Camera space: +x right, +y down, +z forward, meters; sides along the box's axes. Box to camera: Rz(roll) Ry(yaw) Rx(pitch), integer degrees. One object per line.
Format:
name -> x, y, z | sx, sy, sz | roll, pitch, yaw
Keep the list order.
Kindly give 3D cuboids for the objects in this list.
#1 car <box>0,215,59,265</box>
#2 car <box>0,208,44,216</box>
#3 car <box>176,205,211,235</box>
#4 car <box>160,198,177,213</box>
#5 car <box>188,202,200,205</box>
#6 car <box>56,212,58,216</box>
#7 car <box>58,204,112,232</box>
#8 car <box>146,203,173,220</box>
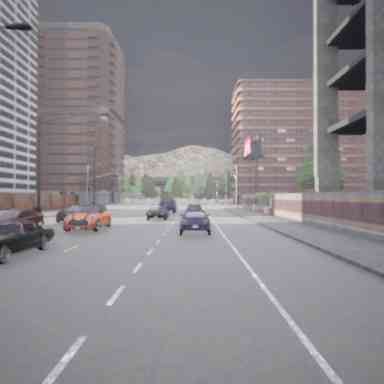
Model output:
car -> -7.027, 1.759, 12.512 | 1.895, 1.301, 4.718 | 0, -1, 0
car -> -10.464, 1.723, 19.426 | 1.882, 1.535, 5.008 | 0, -1, 1
car -> 0.189, 1.800, 20.889 | 1.812, 1.442, 4.674 | 0, -1, 0
car -> -3.255, 1.811, 45.440 | 2.150, 2.045, 5.566 | 0, -1, 1
car -> 0.273, 2.048, 42.493 | 2.128, 1.511, 4.902 | 0, -1, 0
car -> -10.370, 1.855, 29.604 | 1.882, 1.535, 5.008 | 0, -1, 0
car -> -6.922, 1.640, 22.438 | 2.097, 1.767, 4.553 | 0, -1, 1
car -> -3.257, 2.022, 32.427 | 1.895, 1.301, 4.718 | 0, -1, 0
